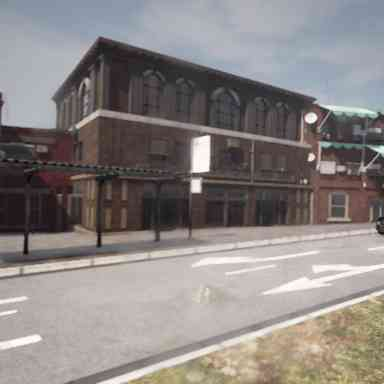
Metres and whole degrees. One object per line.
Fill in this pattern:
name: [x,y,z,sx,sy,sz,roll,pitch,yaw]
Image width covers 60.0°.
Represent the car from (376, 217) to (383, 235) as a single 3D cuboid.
car: [12.232,1.575,18.348,5.008,1.535,2.097,0,0,-31]
